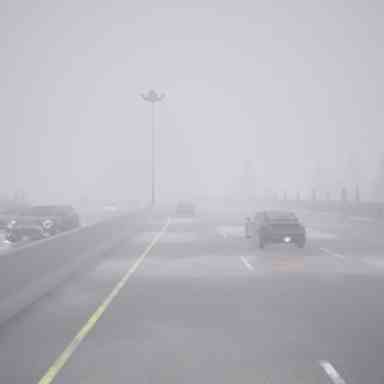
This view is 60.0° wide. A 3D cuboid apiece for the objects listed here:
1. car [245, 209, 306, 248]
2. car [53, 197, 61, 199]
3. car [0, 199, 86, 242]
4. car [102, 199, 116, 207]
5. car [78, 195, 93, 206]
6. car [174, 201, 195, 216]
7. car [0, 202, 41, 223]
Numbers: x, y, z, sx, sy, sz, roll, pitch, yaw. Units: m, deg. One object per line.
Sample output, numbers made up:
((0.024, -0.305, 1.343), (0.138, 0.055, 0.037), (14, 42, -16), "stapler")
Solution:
((3.602, 1.553, 14.993), (1.837, 1.490, 4.892), (0, 0, 0), "car")
((-27.137, 1.855, 67.090), (1.837, 1.490, 4.892), (0, 0, -30), "car")
((-7.141, 1.406, 16.469), (2.097, 1.767, 4.553), (0, 0, -1), "car")
((-14.422, 1.899, 57.639), (1.895, 1.301, 4.718), (0, 0, -22), "car")
((-19.581, 1.565, 60.728), (2.150, 2.045, 5.566), (0, 0, -25), "car")
((-0.791, 1.621, 33.801), (2.128, 1.511, 4.902), (0, 0, -6), "car")
((-14.424, 1.609, 27.563), (1.837, 1.490, 4.892), (0, 0, -4), "car")
